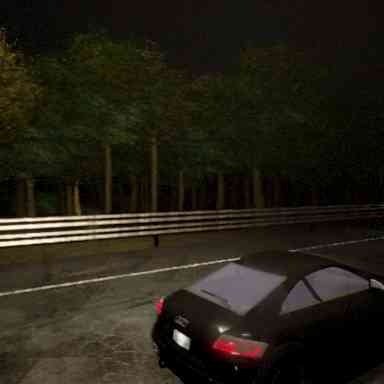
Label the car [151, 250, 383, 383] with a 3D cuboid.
[{"bbox_3d":[1.545,1.562,4.711,4.181,1.385,1.994,0,0,-34],"label":"car"}]
